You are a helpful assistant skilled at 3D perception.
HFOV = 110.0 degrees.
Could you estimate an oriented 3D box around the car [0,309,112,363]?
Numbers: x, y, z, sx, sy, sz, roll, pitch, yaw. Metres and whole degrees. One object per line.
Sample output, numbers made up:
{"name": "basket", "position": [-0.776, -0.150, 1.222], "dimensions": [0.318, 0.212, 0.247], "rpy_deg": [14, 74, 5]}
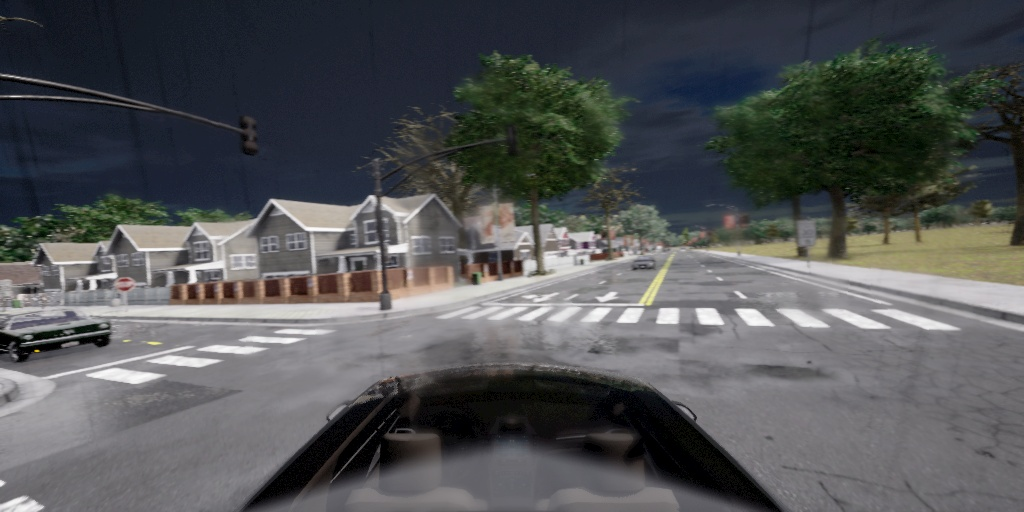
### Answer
{"name": "car", "position": [-15.130, 2.456, 11.716], "dimensions": [4.718, 1.301, 1.895], "rpy_deg": [-4, 1, 28]}

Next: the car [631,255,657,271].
{"name": "car", "position": [12.029, 0.659, 32.589], "dimensions": [1.994, 1.385, 4.181], "rpy_deg": [-3, 1, 25]}
